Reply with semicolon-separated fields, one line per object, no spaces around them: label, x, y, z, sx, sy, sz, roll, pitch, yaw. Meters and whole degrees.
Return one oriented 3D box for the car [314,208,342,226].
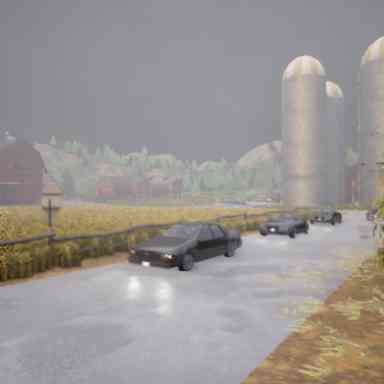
car;11.565;2.074;28.760;1.994;1.385;4.181;-1;-1;36

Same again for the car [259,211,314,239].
car;5.741;1.999;20.574;1.994;1.385;4.181;-1;-1;35

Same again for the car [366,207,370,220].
car;18.610;2.021;32.996;1.837;1.490;4.892;-1;-1;37

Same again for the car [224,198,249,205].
car;11.645;2.608;87.434;4.611;1.667;2.242;-1;-1;35

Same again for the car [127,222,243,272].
car;0.054;1.869;12.458;2.033;1.411;5.357;-1;-1;34
